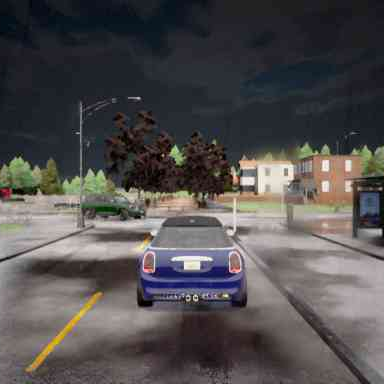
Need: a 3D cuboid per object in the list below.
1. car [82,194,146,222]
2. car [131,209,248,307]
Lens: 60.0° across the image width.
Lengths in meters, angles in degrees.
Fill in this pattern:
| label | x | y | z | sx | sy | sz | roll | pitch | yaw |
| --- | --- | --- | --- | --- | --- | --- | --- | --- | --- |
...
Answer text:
| label | x | y | z | sx | sy | sz | roll | pitch | yaw |
| --- | --- | --- | --- | --- | --- | --- | --- | --- | --- |
| car | -6.306 | 1.217 | 26.803 | 5.566 | 2.045 | 2.150 | 0 | -2 | 26 |
| car | 0.010 | 1.350 | 8.140 | 2.097 | 1.767 | 4.553 | 0 | 0 | 0 |
